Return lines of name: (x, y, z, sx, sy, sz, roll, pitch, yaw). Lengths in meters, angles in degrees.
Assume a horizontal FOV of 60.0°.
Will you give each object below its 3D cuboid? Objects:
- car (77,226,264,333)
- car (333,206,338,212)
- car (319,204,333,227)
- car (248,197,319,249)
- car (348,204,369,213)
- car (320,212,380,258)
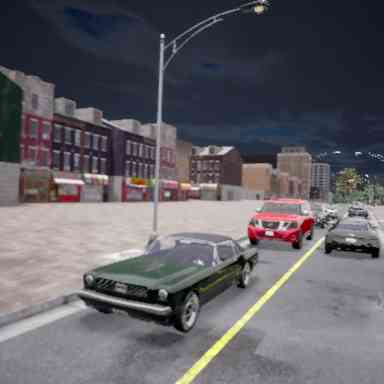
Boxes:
car: (-0.104, 1.600, 7.120, 1.895, 1.301, 4.718, 2, 0, 27)
car: (13.642, 2.045, 33.811, 1.895, 1.301, 4.718, 2, 0, 28)
car: (8.980, 1.648, 24.799, 2.097, 1.767, 4.553, 2, 0, 28)
car: (4.431, 1.370, 15.925, 2.150, 2.045, 5.566, 2, 0, 28)
car: (18.124, 2.083, 36.242, 2.128, 1.511, 4.902, 2, 0, 28)
car: (6.858, 1.795, 14.206, 1.994, 1.385, 4.181, 2, 0, 27)
